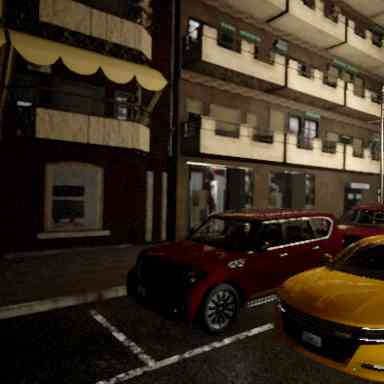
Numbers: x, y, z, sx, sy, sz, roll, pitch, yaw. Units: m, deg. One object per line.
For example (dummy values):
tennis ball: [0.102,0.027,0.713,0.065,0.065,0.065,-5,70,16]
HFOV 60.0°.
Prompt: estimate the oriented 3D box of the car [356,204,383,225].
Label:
car: [5.723,1.323,10.167,5.009,1.841,2.192,0,1,-36]

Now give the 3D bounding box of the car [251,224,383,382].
car: [3.459,1.481,5.424,5.008,1.535,1.882,0,0,-36]

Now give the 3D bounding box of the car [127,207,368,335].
car: [1.225,1.318,6.950,5.009,1.841,2.192,0,1,-36]
